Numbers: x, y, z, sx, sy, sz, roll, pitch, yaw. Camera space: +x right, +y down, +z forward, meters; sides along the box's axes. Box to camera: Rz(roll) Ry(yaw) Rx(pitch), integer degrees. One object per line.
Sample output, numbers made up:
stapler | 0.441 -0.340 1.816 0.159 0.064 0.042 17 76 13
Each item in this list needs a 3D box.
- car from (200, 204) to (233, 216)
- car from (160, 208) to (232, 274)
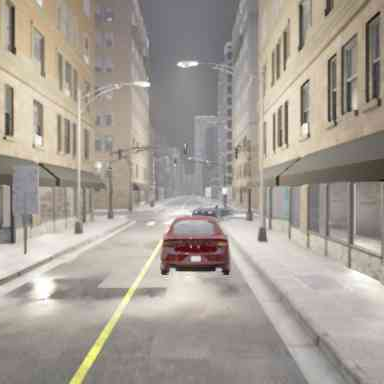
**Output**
car | 1.871 1.652 28.034 1.895 1.301 4.718 0 0 26
car | 0.098 1.490 10.659 1.882 1.535 5.008 0 0 0
